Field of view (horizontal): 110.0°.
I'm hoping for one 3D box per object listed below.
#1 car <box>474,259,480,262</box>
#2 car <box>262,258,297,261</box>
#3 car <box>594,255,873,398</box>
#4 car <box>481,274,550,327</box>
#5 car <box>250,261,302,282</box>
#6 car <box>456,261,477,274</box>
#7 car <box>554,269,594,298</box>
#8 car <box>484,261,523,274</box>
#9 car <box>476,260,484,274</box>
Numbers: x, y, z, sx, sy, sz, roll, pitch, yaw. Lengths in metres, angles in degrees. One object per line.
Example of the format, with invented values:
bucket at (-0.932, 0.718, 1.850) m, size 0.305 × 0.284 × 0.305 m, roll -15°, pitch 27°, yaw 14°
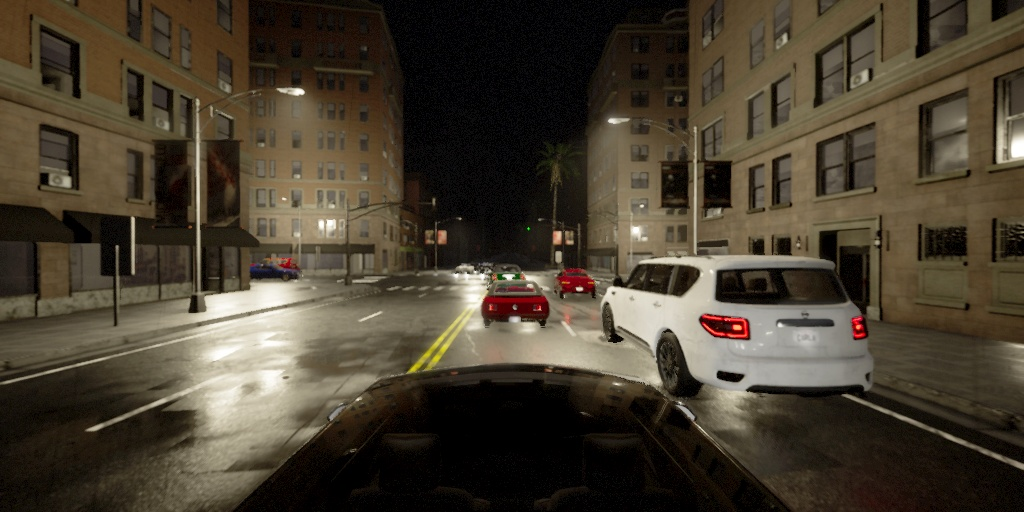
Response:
car at (-6.647, 1.745, 59.923) m, size 1.882 × 1.535 × 5.008 m, roll 0°, pitch 0°, yaw 0°
car at (-23.935, 1.143, 35.745) m, size 5.009 × 1.841 × 2.192 m, roll 0°, pitch 0°, yaw -9°
car at (3.333, 1.018, 6.758) m, size 2.150 × 2.045 × 5.566 m, roll 0°, pitch 0°, yaw 0°
car at (0.087, 1.441, 11.883) m, size 1.895 × 1.301 × 4.718 m, roll 0°, pitch 0°, yaw 0°
car at (-20.487, 1.407, 30.432) m, size 4.674 × 1.442 × 1.812 m, roll 1°, pitch 0°, yaw -9°
car at (-6.653, 1.787, 50.675) m, size 1.895 × 1.301 × 4.718 m, roll 0°, pitch -1°, yaw 3°
car at (3.330, 1.433, 19.433) m, size 1.812 × 1.442 × 4.674 m, roll 0°, pitch -1°, yaw 2°
car at (-0.424, 1.285, 22.331) m, size 2.097 × 1.767 × 4.553 m, roll 0°, pitch 0°, yaw -6°
car at (-3.403, 1.675, 50.389) m, size 2.128 × 1.511 × 4.902 m, roll 0°, pitch -1°, yaw 0°
